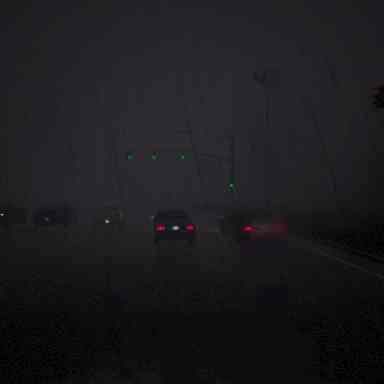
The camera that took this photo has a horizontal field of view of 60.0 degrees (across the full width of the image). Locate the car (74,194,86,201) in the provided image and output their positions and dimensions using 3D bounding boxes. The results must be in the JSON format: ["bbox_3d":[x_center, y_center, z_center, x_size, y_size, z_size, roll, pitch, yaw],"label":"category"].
[{"bbox_3d":[-25.327,1.402,71.027,4.181,1.385,1.994,0,0,35],"label":"car"}]

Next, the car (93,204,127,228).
[{"bbox_3d":[-5.278,1.476,21.578,1.812,1.442,4.674,0,0,-9],"label":"car"}]

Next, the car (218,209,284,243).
[{"bbox_3d":[2.584,1.503,15.759,2.033,1.411,5.357,0,0,-6],"label":"car"}]

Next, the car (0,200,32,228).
[{"bbox_3d":[-12.396,1.485,21.848,1.812,1.442,4.674,0,0,-9],"label":"car"}]

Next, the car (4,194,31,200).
[{"bbox_3d":[-33.237,1.234,63.766,4.553,1.767,2.097,0,0,32],"label":"car"}]

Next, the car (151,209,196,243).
[{"bbox_3d":[-0.951,1.507,15.938,2.033,1.411,5.357,0,0,-7],"label":"car"}]

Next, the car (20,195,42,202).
[{"bbox_3d":[-35.299,1.318,72.951,4.674,1.442,1.812,0,0,25],"label":"car"}]

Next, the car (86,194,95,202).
[{"bbox_3d":[-23.641,1.195,74.142,4.553,1.767,2.097,0,0,35],"label":"car"}]

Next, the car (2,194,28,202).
[{"bbox_3d":[-37.219,1.292,69.982,5.008,1.535,1.882,0,0,21],"label":"car"}]

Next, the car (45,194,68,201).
[{"bbox_3d":[-32.216,1.298,79.236,5.357,1.411,2.033,0,0,25],"label":"car"}]

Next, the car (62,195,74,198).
[{"bbox_3d":[-26.755,1.455,67.738,4.718,1.301,1.895,0,0,35],"label":"car"}]

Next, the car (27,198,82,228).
[{"bbox_3d":[-8.868,1.432,21.904,1.882,1.535,5.008,0,0,-9],"label":"car"}]

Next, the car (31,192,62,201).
[{"bbox_3d":[-28.184,1.096,64.415,5.566,2.045,2.150,0,0,39],"label":"car"}]
